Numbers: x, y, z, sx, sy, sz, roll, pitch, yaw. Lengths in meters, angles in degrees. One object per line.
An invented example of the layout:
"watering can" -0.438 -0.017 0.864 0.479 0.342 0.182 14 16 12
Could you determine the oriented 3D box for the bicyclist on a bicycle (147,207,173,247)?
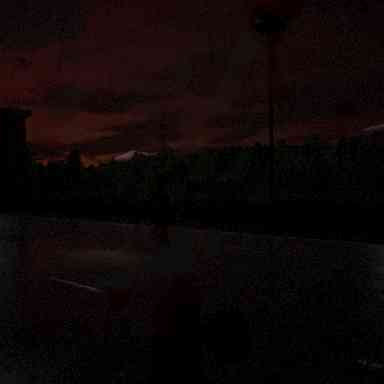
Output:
"bicyclist on a bicycle" -1.350 1.453 14.079 0.582 1.620 1.656 0 1 36
